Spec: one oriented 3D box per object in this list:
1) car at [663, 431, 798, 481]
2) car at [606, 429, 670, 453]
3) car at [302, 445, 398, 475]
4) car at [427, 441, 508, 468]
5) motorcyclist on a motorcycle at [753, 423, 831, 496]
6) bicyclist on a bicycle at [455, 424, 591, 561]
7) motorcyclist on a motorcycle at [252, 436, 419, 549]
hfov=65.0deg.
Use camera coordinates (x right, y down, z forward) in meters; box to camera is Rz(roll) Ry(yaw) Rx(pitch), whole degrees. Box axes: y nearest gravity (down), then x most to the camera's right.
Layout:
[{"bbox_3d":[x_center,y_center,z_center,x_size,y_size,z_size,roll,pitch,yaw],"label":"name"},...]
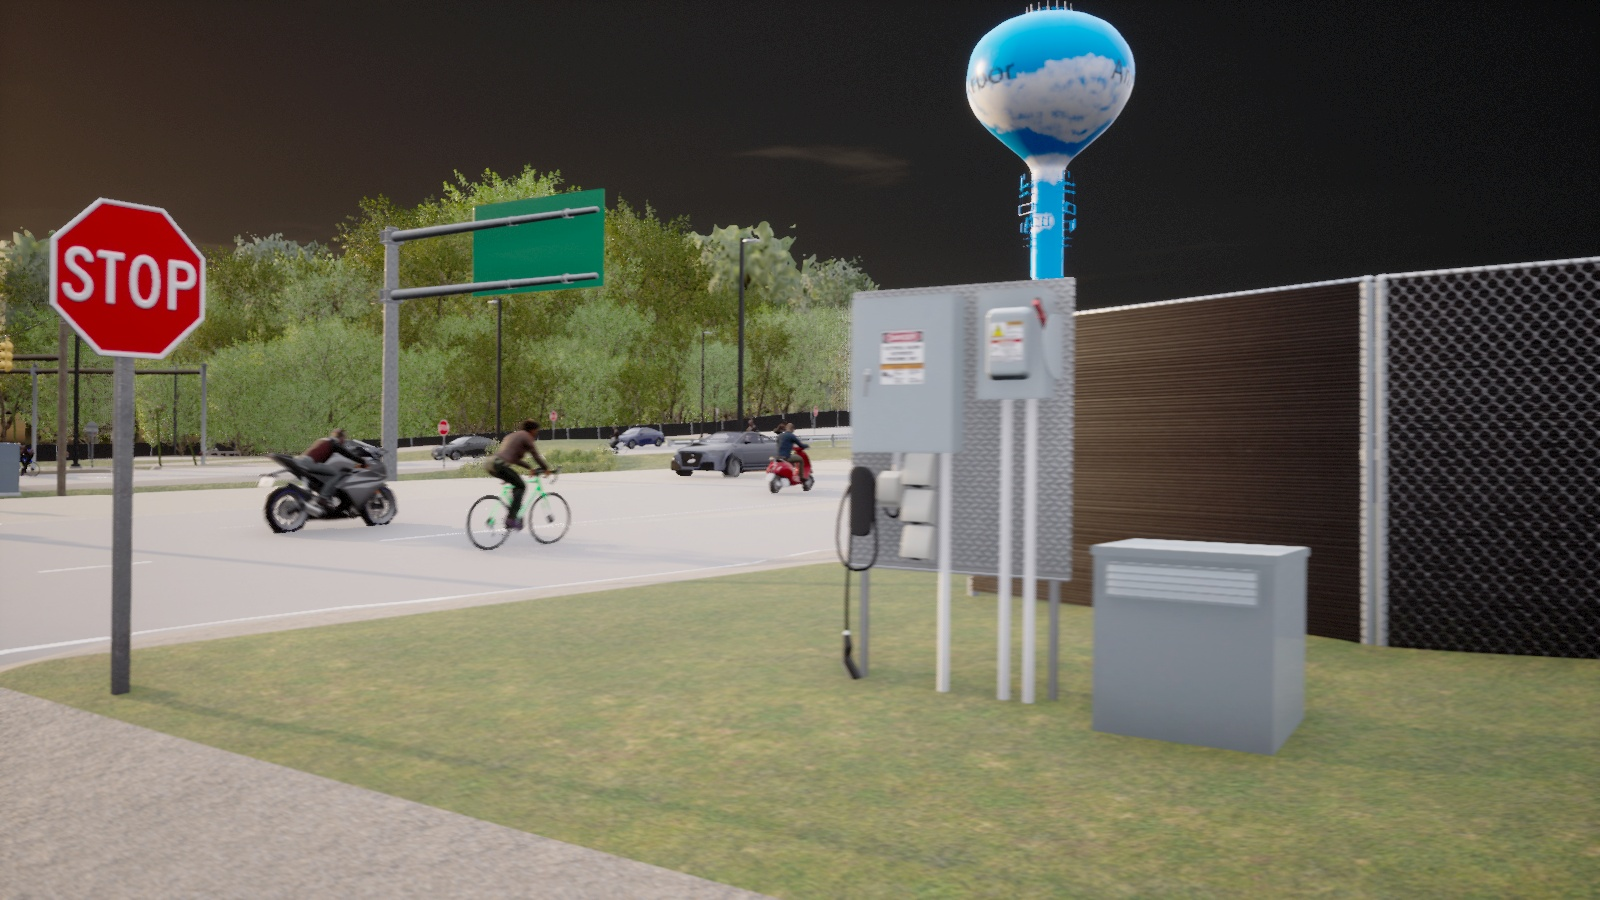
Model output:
[{"bbox_3d":[-2.057,0.148,38.302,1.994,1.385,4.181,0,1,34],"label":"car"},{"bbox_3d":[-11.598,-0.658,90.045,1.812,1.442,4.674,0,4,35],"label":"car"},{"bbox_3d":[-25.476,0.556,71.240,4.792,1.488,2.163,-2,1,-10],"label":"car"},{"bbox_3d":[-20.358,0.249,77.014,1.812,1.442,4.674,0,2,37],"label":"car"},{"bbox_3d":[-0.160,0.188,28.581,0.866,1.590,1.817,0,1,34],"label":"motorcyclist on a motorcycle"},{"bbox_3d":[-3.456,0.493,15.796,0.582,1.620,1.656,0,2,38],"label":"bicyclist on a bicycle"},{"bbox_3d":[-6.862,0.586,18.665,0.866,1.530,2.191,0,1,35],"label":"motorcyclist on a motorcycle"}]
